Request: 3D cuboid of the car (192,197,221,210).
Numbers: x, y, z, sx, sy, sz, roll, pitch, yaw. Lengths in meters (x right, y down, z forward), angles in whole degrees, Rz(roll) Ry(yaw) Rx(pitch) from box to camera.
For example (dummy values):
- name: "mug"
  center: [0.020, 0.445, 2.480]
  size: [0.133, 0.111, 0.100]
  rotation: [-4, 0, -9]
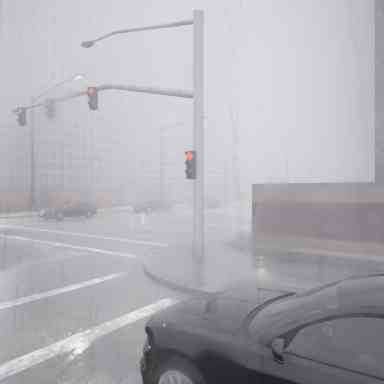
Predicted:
- name: "car"
  center: [1.994, 1.478, 44.028]
  size: [1.882, 1.535, 5.008]
  rotation: [0, 0, 36]

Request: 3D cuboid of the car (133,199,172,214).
- name: "car"
  center: [-4.176, 1.505, 35.574]
  size: [1.837, 1.490, 4.892]
  rotation: [0, 0, 36]

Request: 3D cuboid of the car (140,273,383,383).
- name: "car"
  center: [1.731, 1.478, 2.771]
  size: [5.008, 1.535, 1.882]
  rotation: [0, 0, 37]

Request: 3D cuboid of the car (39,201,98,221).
- name: "car"
  center: [-10.105, 1.491, 27.436]
  size: [2.128, 1.511, 4.902]
  rotation: [0, 0, 34]
